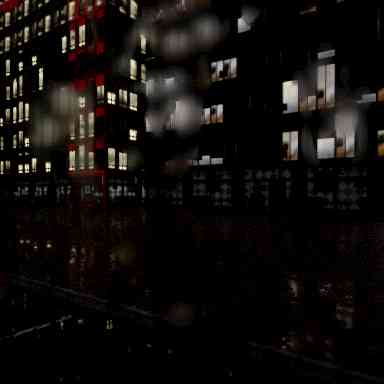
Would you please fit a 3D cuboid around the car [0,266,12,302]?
[{"bbox_3d":[-5.571,1.526,6.842,4.829,1.417,1.752,0,0,36],"label":"car"}]
